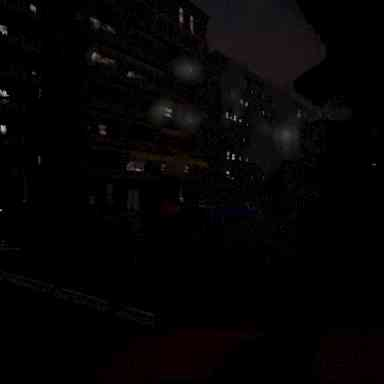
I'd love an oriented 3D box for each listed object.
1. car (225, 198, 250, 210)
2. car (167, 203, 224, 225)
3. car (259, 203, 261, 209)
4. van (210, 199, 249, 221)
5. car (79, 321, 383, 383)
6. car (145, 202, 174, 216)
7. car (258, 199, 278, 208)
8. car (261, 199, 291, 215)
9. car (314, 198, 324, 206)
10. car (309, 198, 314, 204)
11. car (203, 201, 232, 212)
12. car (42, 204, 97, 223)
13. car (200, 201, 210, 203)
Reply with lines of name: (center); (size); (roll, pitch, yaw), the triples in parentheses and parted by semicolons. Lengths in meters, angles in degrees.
car: (6.731, 1.760, 48.786); (1.967, 1.590, 4.097); (1, 0, 36)
car: (0.377, 1.836, 25.980); (1.947, 1.339, 4.313); (1, 0, 36)
car: (12.116, 1.907, 51.569); (1.837, 1.490, 4.892); (1, 0, 36)
van: (3.655, 1.657, 30.440); (1.690, 1.788, 3.998); (1, 0, 36)
car: (1.207, 1.526, 2.157); (4.829, 1.417, 1.752); (0, 1, 36)
car: (-3.096, 1.728, 35.406); (1.887, 1.381, 4.507); (1, 0, 36)
car: (13.281, 1.991, 57.705); (1.802, 1.307, 4.206); (1, 0, 36)
car: (10.205, 1.848, 39.360); (1.967, 1.590, 4.097); (1, 0, 36)
car: (23.308, 1.902, 57.198); (2.192, 1.841, 5.009); (1, 0, 36)
car: (29.658, 2.194, 80.003); (1.947, 1.339, 4.313); (1, 0, 36)
car: (3.455, 1.856, 44.326); (1.802, 1.307, 4.206); (1, 0, 36)
car: (-9.647, 1.642, 26.487); (2.008, 1.369, 4.403); (1, 0, 36)
car: (1.669, 1.739, 37.506); (1.882, 1.535, 5.008); (1, 0, 36)
